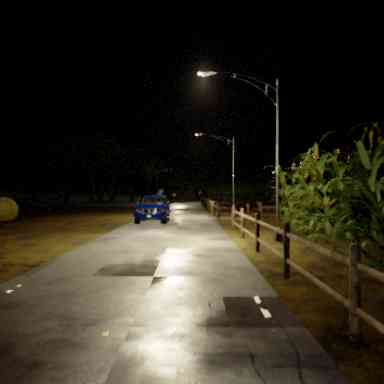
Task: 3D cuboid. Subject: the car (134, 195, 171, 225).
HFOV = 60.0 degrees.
[{"bbox_3d":[-2.799,1.247,24.589,2.150,2.045,5.566,0,0,1],"label":"car"}]
